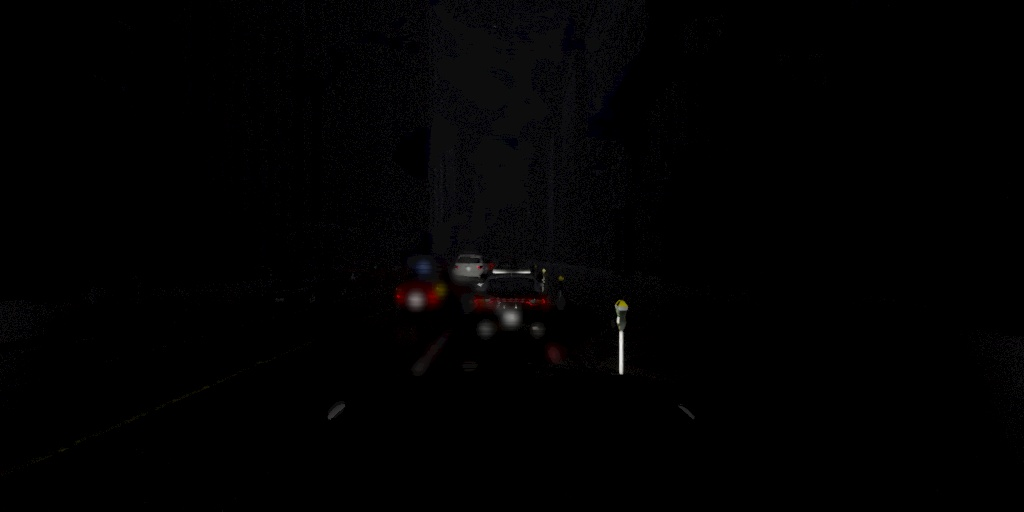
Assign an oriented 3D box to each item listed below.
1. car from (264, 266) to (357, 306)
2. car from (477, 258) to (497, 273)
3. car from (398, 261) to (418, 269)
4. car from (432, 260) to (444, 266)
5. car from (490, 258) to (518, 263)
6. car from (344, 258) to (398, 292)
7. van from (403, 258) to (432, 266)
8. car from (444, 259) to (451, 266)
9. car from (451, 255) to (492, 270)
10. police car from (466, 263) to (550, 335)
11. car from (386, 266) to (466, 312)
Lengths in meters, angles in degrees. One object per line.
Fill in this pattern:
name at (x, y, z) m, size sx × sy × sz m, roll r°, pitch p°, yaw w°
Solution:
car at (-8.908, 1.315, 15.920) m, size 1.948 × 1.339 × 4.313 m, roll 0°, pitch 0°, yaw 0°
car at (-3.061, 1.101, 44.112) m, size 2.097 × 1.767 × 4.553 m, roll 0°, pitch 0°, yaw 0°
car at (-8.908, 1.294, 27.194) m, size 1.888 × 1.381 × 4.507 m, roll 0°, pitch 0°, yaw 0°
car at (-8.908, 1.188, 38.467) m, size 1.967 × 1.591 × 4.097 m, roll 0°, pitch 0°, yaw 0°
car at (-0.383, 1.189, 27.203) m, size 1.967 × 1.591 × 4.097 m, roll 0°, pitch 0°, yaw 0°
car at (-8.908, 1.064, 21.556) m, size 2.192 × 1.841 × 5.009 m, roll 0°, pitch 0°, yaw 0°
van at (-8.908, 1.090, 32.830) m, size 1.690 × 1.789 × 3.998 m, roll 0°, pitch 0°, yaw 0°
car at (-6.225, 1.350, 40.373) m, size 1.895 × 1.301 × 4.718 m, roll 0°, pitch 0°, yaw 0°
car at (-3.062, 0.969, 28.099) m, size 2.150 × 2.045 × 5.566 m, roll 0°, pitch 0°, yaw 0°
police car at (-0.012, 1.174, 10.610) m, size 1.930 × 1.638 × 5.238 m, roll 0°, pitch 0°, yaw 0°
car at (-3.144, 1.275, 14.067) m, size 1.812 × 1.442 × 4.674 m, roll 0°, pitch 0°, yaw 0°
